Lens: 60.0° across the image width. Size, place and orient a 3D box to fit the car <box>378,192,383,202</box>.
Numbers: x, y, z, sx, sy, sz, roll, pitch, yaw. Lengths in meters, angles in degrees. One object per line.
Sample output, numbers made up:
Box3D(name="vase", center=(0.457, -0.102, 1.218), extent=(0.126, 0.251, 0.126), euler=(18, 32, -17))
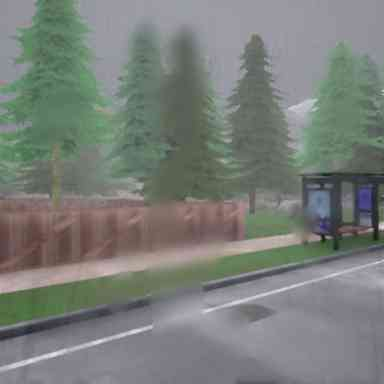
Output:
Box3D(name="car", center=(31.282, 0.659, 53.309), extent=(4.605, 1.855, 1.932), euler=(-1, 0, -37))

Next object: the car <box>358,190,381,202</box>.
Box3D(name="car", center=(29.446, 0.681, 55.070), extent=(3.866, 1.878, 1.905), euler=(-1, 0, -37))
